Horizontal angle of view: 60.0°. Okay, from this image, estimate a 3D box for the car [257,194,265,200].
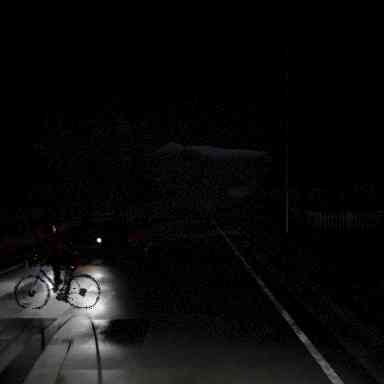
[{"bbox_3d":[17.000,1.330,81.084,2.152,1.636,5.027,0,0,0],"label":"car"}]

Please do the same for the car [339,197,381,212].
[{"bbox_3d":[18.379,1.548,37.510,4.181,1.385,1.994,0,0,1],"label":"car"}]

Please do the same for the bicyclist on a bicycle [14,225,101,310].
[{"bbox_3d":[-2.565,1.453,6.330,1.656,1.620,0.582,-1,0,0],"label":"bicyclist on a bicycle"}]

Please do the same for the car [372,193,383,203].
[{"bbox_3d":[32.303,1.097,54.770,1.932,1.855,4.605,0,0,0],"label":"car"}]

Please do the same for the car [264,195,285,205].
[{"bbox_3d":[13.720,1.373,55.016,1.845,1.501,3.633,0,0,0],"label":"car"}]

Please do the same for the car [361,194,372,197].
[{"bbox_3d":[38.793,1.298,73.240,2.007,1.523,4.514,0,0,0],"label":"car"}]

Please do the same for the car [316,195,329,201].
[{"bbox_3d":[28.801,1.319,73.340,1.845,1.501,3.633,0,0,0],"label":"car"}]

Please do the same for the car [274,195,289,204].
[{"bbox_3d":[16.744,1.384,62.419,1.970,1.475,3.806,0,0,0],"label":"car"}]

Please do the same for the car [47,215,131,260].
[{"bbox_3d":[-3.651,1.600,12.628,1.895,1.301,4.718,0,0,0],"label":"car"}]

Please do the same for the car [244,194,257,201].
[{"bbox_3d":[13.863,1.339,81.050,2.007,1.523,4.514,0,0,0],"label":"car"}]
